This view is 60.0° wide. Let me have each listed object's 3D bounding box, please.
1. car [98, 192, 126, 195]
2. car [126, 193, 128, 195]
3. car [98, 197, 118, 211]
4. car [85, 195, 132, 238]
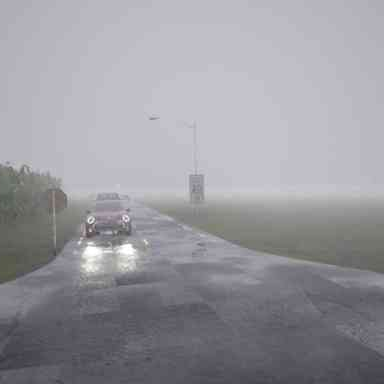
[{"bbox_3d":[-6.874,1.032,27.302,2.150,2.045,5.566,-1,1,-14],"label":"car"},{"bbox_3d":[-12.414,0.981,60.891,1.837,1.490,4.892,-1,1,-14],"label":"car"},{"bbox_3d":[-9.435,1.295,37.395,1.994,1.385,4.181,-1,1,-14],"label":"car"},{"bbox_3d":[-4.308,1.243,17.202,2.097,1.767,4.553,-1,1,-14],"label":"car"}]
